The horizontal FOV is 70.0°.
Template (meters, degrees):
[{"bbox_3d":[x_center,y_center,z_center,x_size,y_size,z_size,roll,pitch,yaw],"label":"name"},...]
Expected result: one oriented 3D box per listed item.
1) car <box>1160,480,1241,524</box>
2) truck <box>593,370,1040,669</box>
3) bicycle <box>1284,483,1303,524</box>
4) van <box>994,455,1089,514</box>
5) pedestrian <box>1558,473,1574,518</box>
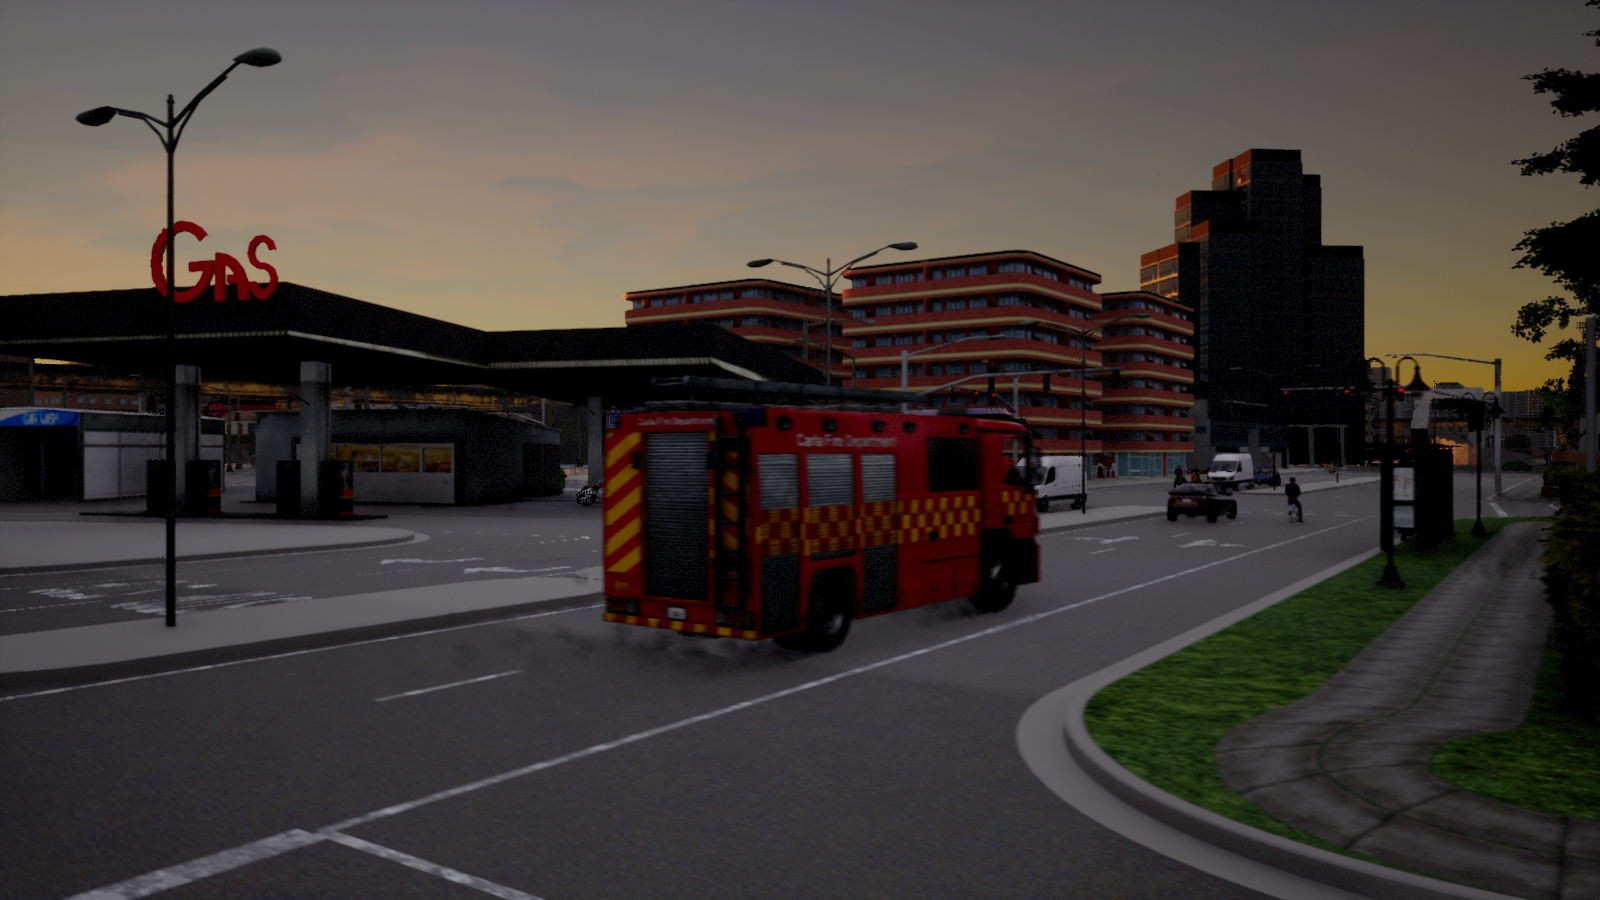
[{"bbox_3d":[16.071,2.045,45.721,2.007,1.525,4.514,0,0,34],"label":"car"},{"bbox_3d":[0.752,0.892,18.881,2.891,3.827,8.468,0,0,38],"label":"truck"},{"bbox_3d":[18.962,2.054,43.876,0.329,1.496,1.835,0,0,35],"label":"bicycle"},{"bbox_3d":[11.294,1.540,53.095,1.988,2.561,5.915,0,0,37],"label":"van"},{"bbox_3d":[31.335,1.855,46.739,0.375,1.860,0.375,0,0,-10],"label":"pedestrian"}]
